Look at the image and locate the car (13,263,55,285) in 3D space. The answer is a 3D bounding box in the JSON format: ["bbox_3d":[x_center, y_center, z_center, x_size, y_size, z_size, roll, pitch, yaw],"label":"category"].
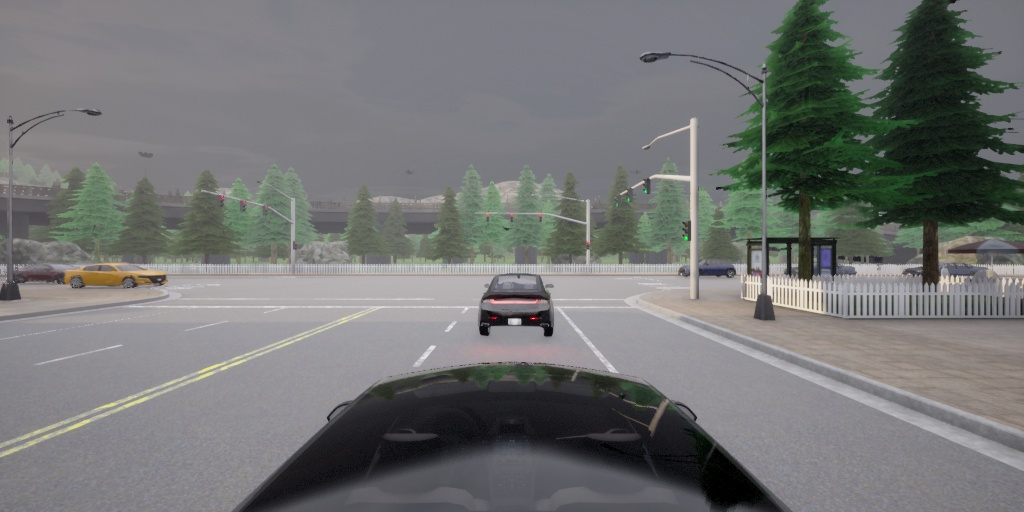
[{"bbox_3d":[-32.236,1.220,25.280,4.674,1.442,1.812,0,0,-1],"label":"car"}]

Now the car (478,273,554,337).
[{"bbox_3d":[0.180,1.241,10.352,2.128,1.511,4.902,0,0,3],"label":"car"}]

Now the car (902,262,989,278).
[{"bbox_3d":[38.061,1.242,31.508,5.357,1.411,2.033,0,0,10],"label":"car"}]

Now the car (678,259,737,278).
[{"bbox_3d":[17.513,1.046,32.347,4.553,1.767,2.097,0,0,0],"label":"car"}]

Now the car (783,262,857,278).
[{"bbox_3d":[27.670,1.242,32.255,5.357,1.411,2.033,0,0,1],"label":"car"}]

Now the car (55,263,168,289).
[{"bbox_3d":[-23.953,1.172,21.821,5.008,1.535,1.882,0,0,0],"label":"car"}]
